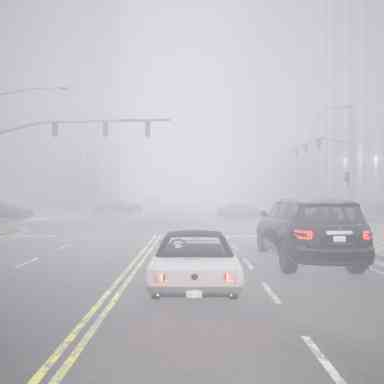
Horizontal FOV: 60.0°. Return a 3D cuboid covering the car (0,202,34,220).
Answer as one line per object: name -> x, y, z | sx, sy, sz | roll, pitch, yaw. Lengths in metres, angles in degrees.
car -> -15.407, 1.564, 27.506 | 4.181, 1.385, 1.994 | 0, 0, 0

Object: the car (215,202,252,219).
car -> 4.031, 1.564, 27.686 | 4.181, 1.385, 1.994 | 0, 0, -1

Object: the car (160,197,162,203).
car -> -6.971, 1.547, 65.756 | 2.033, 1.411, 5.357 | 0, 0, 1

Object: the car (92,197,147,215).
car -> -7.497, 1.477, 33.483 | 5.008, 1.535, 1.882 | 0, 1, -28

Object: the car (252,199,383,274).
car -> 3.583, 1.222, 10.723 | 2.150, 2.045, 5.566 | 0, 0, 0

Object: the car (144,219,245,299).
car -> 0.067, 1.601, 8.369 | 1.895, 1.301, 4.718 | 0, 0, 1

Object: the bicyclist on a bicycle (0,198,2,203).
bicyclist on a bicycle -> -26.380, 1.301, 45.389 | 0.582, 1.620, 1.656 | 0, 0, -1

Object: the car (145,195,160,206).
car -> -7.040, 1.352, 55.236 | 2.097, 1.767, 4.553 | 0, 0, 0
